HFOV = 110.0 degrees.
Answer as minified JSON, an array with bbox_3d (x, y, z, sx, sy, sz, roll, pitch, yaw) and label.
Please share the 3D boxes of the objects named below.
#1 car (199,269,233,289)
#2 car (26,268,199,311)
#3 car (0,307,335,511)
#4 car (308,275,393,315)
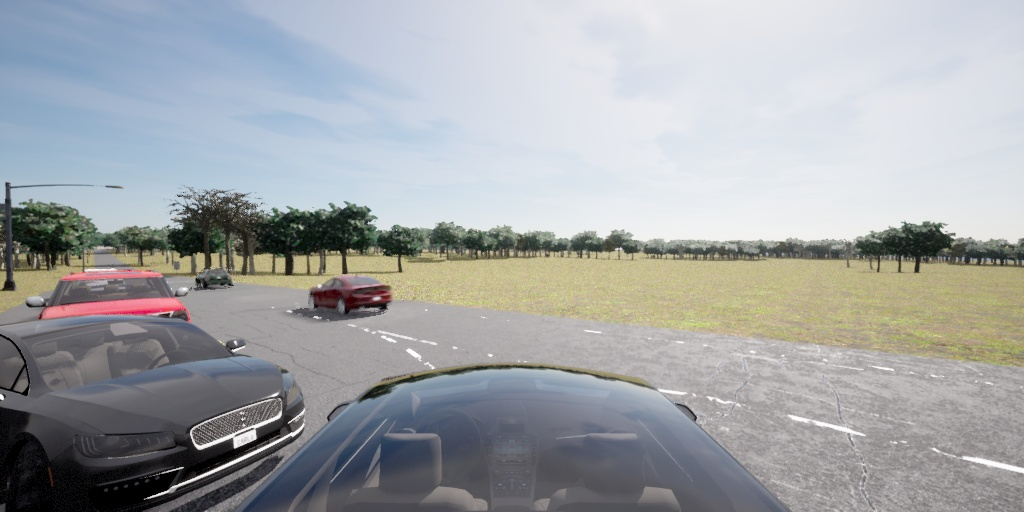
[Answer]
[{"bbox_3d":[-28.044,2.037,33.687,4.553,1.767,2.097,-2,0,41],"label":"car"},{"bbox_3d":[-9.510,1.385,8.595,5.566,2.045,2.150,-2,0,41],"label":"car"},{"bbox_3d":[-4.578,1.445,3.972,4.892,1.490,1.837,-3,-3,21],"label":"car"},{"bbox_3d":[-7.267,1.608,15.899,5.008,1.535,1.882,-2,0,41],"label":"car"}]
